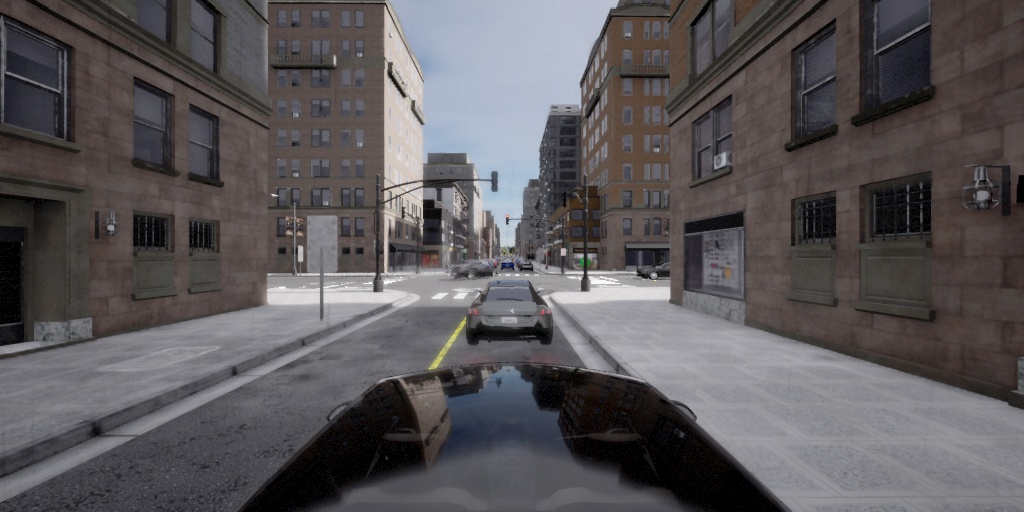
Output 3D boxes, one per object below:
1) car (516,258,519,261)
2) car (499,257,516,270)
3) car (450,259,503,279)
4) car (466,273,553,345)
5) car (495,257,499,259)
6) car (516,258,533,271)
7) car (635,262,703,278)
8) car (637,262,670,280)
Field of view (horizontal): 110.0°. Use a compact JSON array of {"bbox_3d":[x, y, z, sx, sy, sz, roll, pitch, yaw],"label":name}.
[{"bbox_3d":[1.848,1.392,59.625,1.802,1.307,4.207,0,0,0],"label":"car"},{"bbox_3d":[-0.662,1.280,55.592,1.882,1.535,5.008,0,0,0],"label":"car"},{"bbox_3d":[-3.234,1.288,31.131,1.812,1.442,4.674,1,1,39],"label":"car"},{"bbox_3d":[-0.064,1.314,9.532,1.994,1.385,4.181,0,0,0],"label":"car"},{"bbox_3d":[-3.634,1.297,64.220,1.882,1.535,5.008,0,0,0],"label":"car"},{"bbox_3d":[1.931,1.356,48.602,1.948,1.339,4.313,0,0,0],"label":"car"},{"bbox_3d":[14.481,1.243,33.238,5.357,1.411,2.033,0,0,-1],"label":"car"},{"bbox_3d":[12.956,1.201,29.967,4.892,1.490,1.837,0,0,-1],"label":"car"}]
